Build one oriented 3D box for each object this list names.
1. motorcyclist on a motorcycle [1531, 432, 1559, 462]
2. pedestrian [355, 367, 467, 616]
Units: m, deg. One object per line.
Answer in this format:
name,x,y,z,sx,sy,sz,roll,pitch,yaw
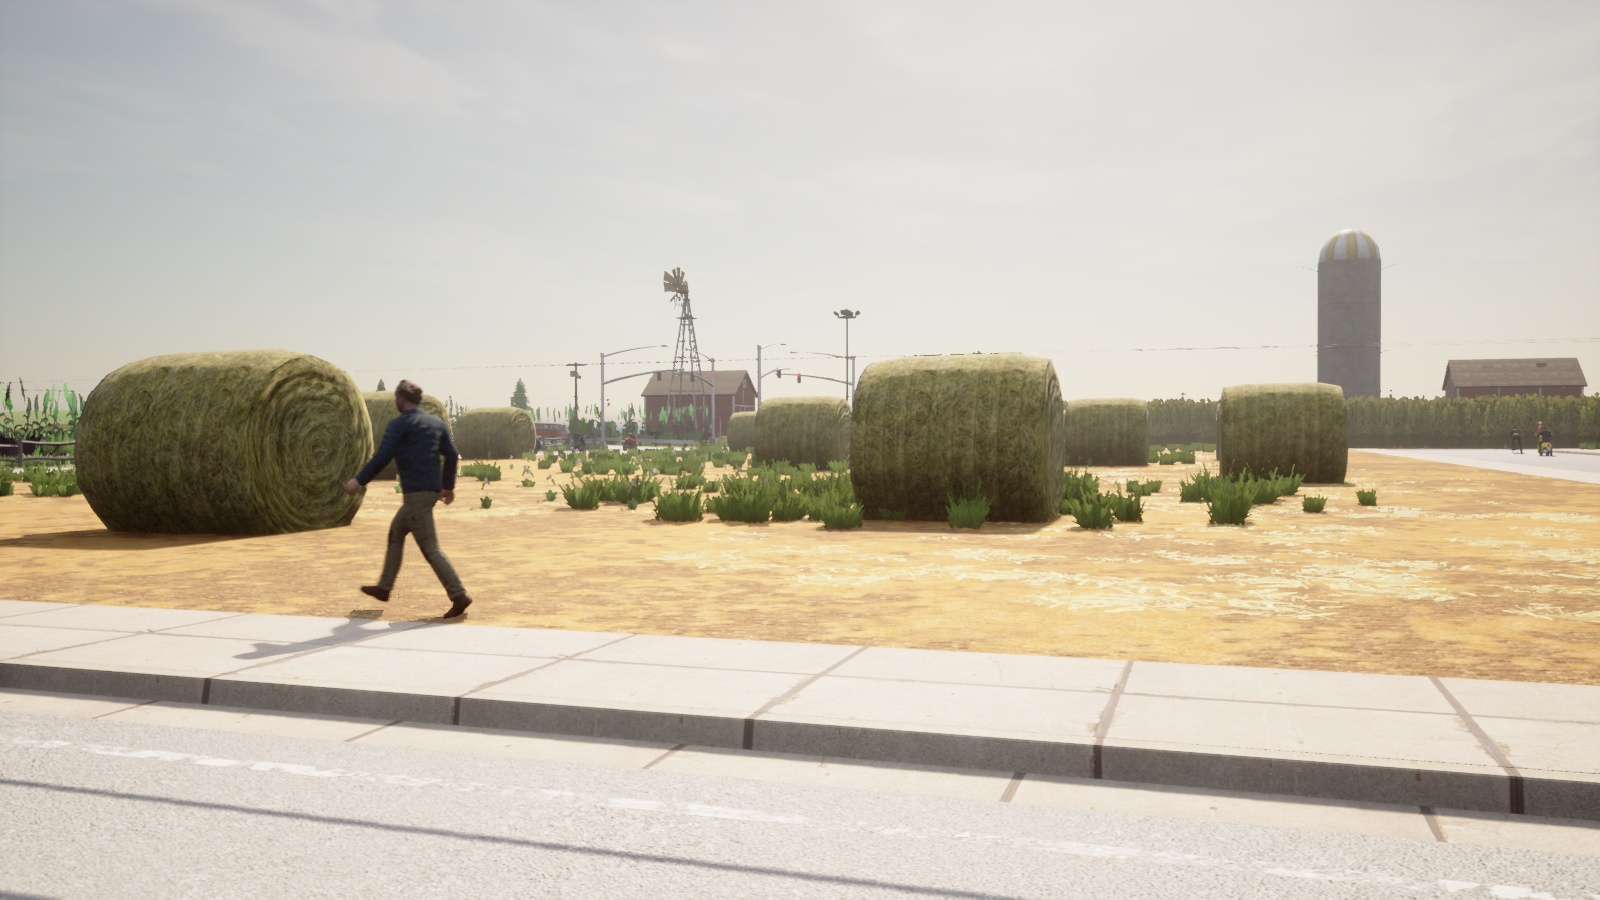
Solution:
motorcyclist on a motorcycle,39.910,-0.166,67.309,0.866,1.590,1.817,1,1,18
pedestrian,-2.972,0.305,9.607,0.726,1.842,0.402,1,1,20
